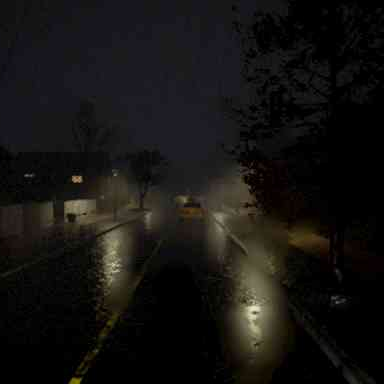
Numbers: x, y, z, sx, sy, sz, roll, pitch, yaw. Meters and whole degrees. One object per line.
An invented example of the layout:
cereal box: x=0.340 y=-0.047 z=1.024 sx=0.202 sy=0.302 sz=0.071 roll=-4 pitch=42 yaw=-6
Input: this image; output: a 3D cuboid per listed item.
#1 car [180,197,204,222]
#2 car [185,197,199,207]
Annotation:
car: x=0.000 y=1.365 z=25.674 sx=1.801 sy=1.575 sz=5.366 roll=0 pitch=0 yaw=0
car: x=0.000 y=1.509 z=51.593 sx=2.033 sy=1.411 sz=5.357 roll=0 pitch=0 yaw=0
